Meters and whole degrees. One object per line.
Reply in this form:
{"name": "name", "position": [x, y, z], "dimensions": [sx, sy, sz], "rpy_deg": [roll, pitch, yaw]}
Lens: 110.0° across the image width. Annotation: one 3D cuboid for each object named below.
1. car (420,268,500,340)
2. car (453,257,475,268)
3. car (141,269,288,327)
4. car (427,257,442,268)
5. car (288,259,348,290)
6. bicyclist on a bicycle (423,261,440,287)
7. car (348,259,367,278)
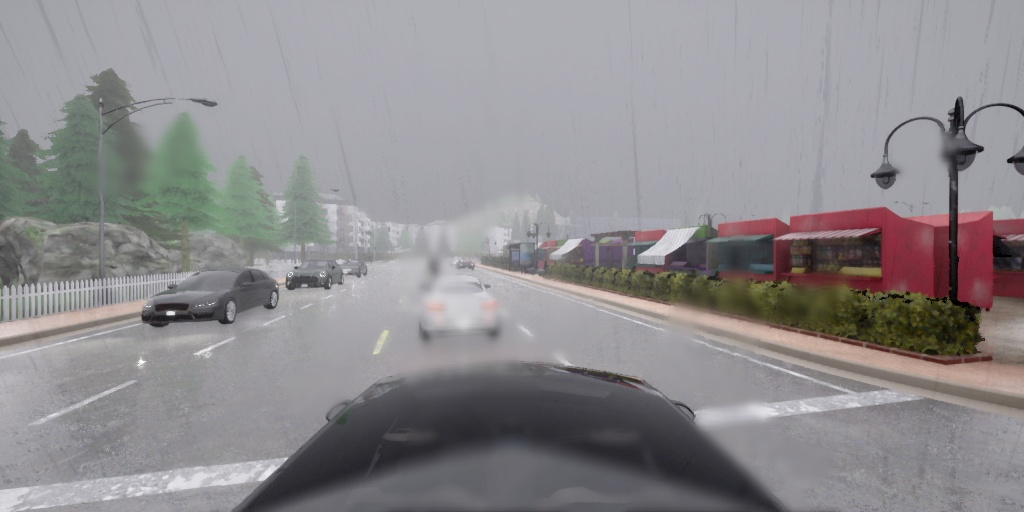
{"name": "car", "position": [-1.494, 1.225, 9.769], "dimensions": [1.812, 1.442, 4.674], "rpy_deg": [0, 0, -12]}
{"name": "car", "position": [-5.712, 1.047, 43.749], "dimensions": [1.895, 1.301, 4.718], "rpy_deg": [0, 0, -13]}
{"name": "car", "position": [-9.210, 1.190, 11.466], "dimensions": [1.837, 1.490, 4.892], "rpy_deg": [0, 0, -13]}
{"name": "car", "position": [-10.959, 0.898, 50.798], "dimensions": [1.837, 1.490, 4.892], "rpy_deg": [0, 0, -13]}
{"name": "car", "position": [-11.433, 0.965, 21.062], "dimensions": [2.097, 1.767, 4.553], "rpy_deg": [0, 0, -13]}
{"name": "bicyclist on a bicycle", "position": [-4.349, 1.078, 19.612], "dimensions": [0.582, 1.620, 1.656], "rpy_deg": [0, 1, 25]}
{"name": "car", "position": [-13.652, 1.033, 30.679], "dimensions": [2.128, 1.511, 4.902], "rpy_deg": [0, 0, -13]}
